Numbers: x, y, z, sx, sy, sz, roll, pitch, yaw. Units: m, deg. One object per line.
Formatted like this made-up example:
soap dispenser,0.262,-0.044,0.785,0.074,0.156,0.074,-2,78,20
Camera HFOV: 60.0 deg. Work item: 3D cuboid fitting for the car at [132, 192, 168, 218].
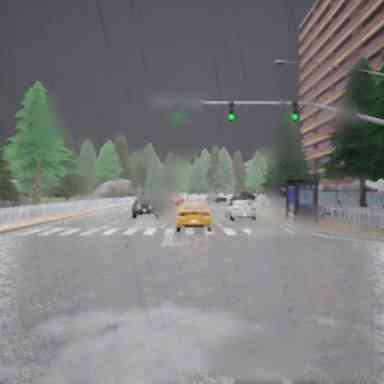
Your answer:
car,-3.566,1.028,27.872,2.150,2.045,5.566,0,0,0

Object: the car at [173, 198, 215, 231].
car,0.109,1.326,19.556,1.882,1.535,5.008,0,0,0

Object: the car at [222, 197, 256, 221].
car,3.599,1.330,24.938,1.812,1.442,4.674,0,0,0

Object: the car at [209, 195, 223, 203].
car,4.321,1.202,56.525,1.895,1.301,4.718,0,0,30

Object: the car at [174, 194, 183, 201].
car,-2.584,1.032,47.460,2.097,1.767,4.553,0,0,12

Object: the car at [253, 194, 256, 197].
car,10.208,0.751,64.984,2.150,2.045,5.566,0,1,44

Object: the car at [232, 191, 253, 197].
car,8.153,1.096,56.285,1.837,1.490,4.892,0,0,30

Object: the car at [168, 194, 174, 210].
car,-3.474,1.097,37.513,2.097,1.767,4.553,0,0,0
